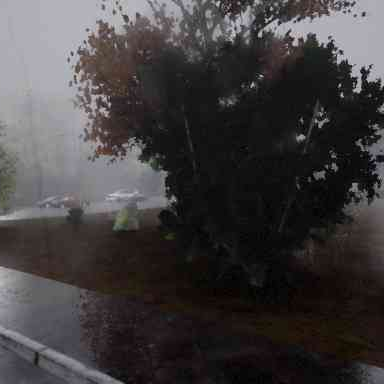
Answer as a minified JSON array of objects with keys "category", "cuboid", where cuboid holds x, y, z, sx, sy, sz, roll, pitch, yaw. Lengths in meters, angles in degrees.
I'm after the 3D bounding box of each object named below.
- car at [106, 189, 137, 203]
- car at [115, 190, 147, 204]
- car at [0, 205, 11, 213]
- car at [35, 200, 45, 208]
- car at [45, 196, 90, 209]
[{"category":"car","cuboid":[-11.079,0.608,53.490,2.150,2.045,5.566,0,3,39]},{"category":"car","cuboid":[-8.912,0.946,50.602,1.812,1.442,4.674,0,3,39]},{"category":"car","cuboid":[-21.715,1.646,34.685,1.895,1.301,4.718,0,1,39]},{"category":"car","cuboid":[-18.357,1.350,44.451,1.837,1.490,4.892,0,2,39]},{"category":"car","cuboid":[-15.501,1.306,42.418,1.882,1.535,5.008,0,2,39]}]
